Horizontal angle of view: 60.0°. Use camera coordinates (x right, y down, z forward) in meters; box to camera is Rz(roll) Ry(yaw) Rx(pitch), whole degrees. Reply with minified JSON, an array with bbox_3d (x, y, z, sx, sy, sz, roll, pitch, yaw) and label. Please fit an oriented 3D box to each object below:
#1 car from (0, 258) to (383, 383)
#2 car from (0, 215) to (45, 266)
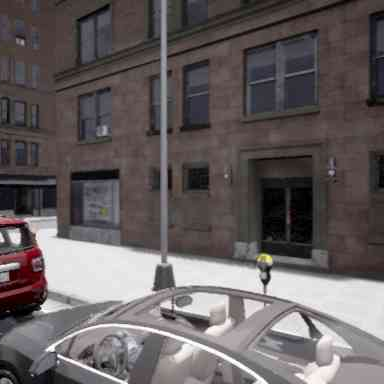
[{"bbox_3d":[-0.098,1.555,2.880,4.403,1.369,2.008,0,0,35],"label":"car"},{"bbox_3d":[-4.724,1.332,6.180,5.009,1.841,2.192,0,0,35],"label":"car"}]
